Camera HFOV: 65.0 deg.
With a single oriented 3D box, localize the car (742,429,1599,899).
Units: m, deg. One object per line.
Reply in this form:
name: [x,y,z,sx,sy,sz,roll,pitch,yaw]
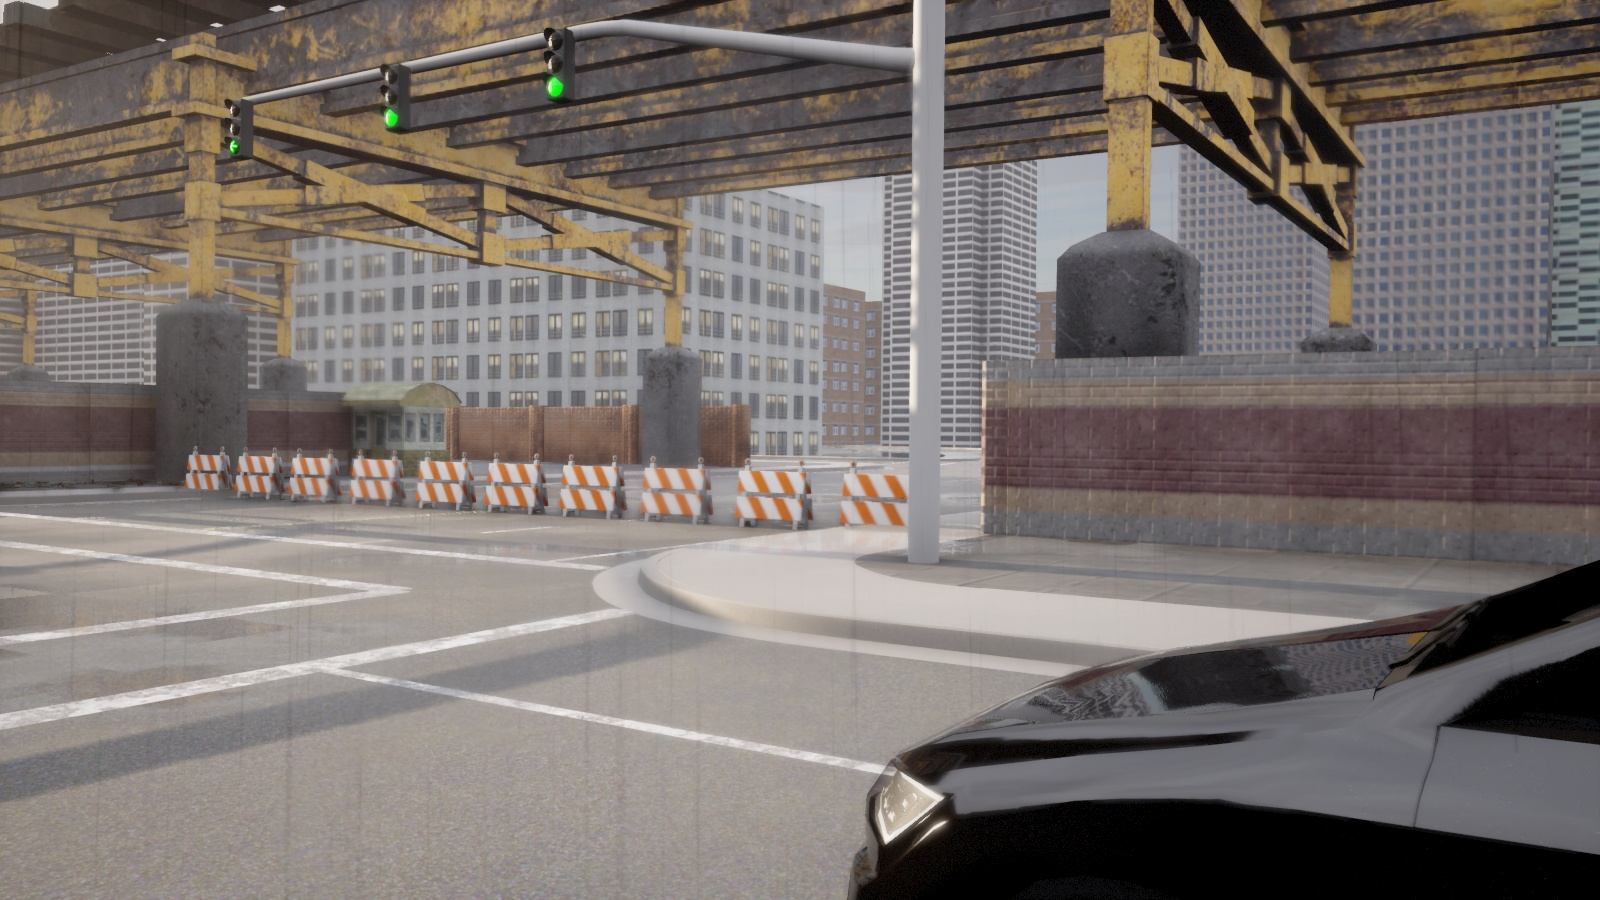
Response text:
car: [2.136,0.696,2.204,4.193,1.474,1.816,0,1,34]
